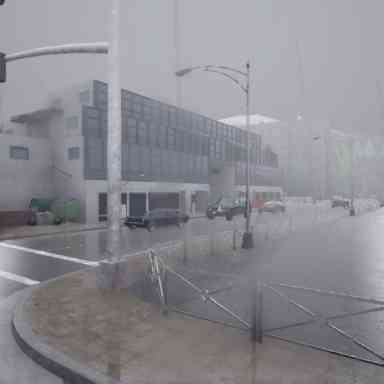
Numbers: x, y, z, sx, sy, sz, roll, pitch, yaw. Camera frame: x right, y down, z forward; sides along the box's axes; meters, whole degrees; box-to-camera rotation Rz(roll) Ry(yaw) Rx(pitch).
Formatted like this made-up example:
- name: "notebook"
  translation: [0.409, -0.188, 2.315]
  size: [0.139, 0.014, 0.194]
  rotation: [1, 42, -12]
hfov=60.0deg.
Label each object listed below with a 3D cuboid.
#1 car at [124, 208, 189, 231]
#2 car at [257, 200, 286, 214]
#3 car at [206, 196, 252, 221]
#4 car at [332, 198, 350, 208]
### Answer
- name: "car"
  translation: [-2.265, 1.777, 22.128]
  size: [1.895, 1.301, 4.718]
  rotation: [0, 0, 36]
- name: "car"
  translation: [9.243, 1.702, 38.229]
  size: [1.812, 1.442, 4.674]
  rotation: [0, 0, 36]
- name: "car"
  translation: [3.467, 1.398, 30.157]
  size: [2.150, 2.045, 5.566]
  rotation: [0, 0, 36]
- name: "car"
  translation: [22.774, 1.681, 50.861]
  size: [1.837, 1.490, 4.892]
  rotation: [0, 0, 36]
